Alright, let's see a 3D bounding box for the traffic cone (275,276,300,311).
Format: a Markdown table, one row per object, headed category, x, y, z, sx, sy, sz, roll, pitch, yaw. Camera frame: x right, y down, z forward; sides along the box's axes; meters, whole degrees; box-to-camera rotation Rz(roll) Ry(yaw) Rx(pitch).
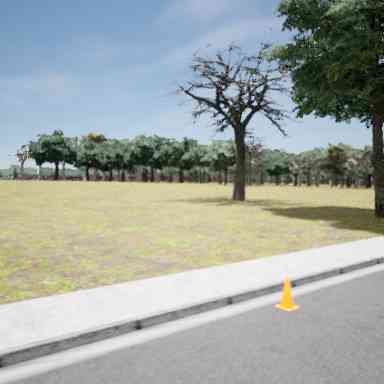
| category | x | y | z | sx | sy | sz | roll | pitch | yaw |
| --- | --- | --- | --- | --- | --- | --- | --- | --- | --- |
| traffic cone | 1.832 | 1.911 | 6.372 | 0.340 | 0.580 | 0.340 | -1 | 0 | -35 |
